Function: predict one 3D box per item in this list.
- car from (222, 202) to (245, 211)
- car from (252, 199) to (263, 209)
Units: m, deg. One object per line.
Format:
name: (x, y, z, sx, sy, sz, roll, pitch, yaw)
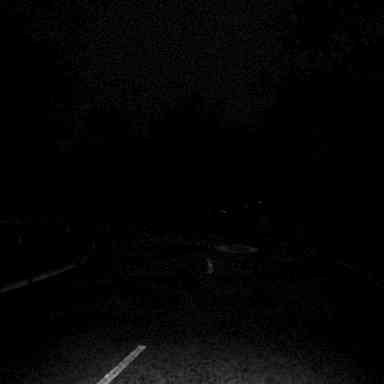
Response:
car: (5.971, 2.070, 49.315, 1.895, 1.301, 4.718, 0, -1, 38)
car: (11.913, 1.775, 57.353, 2.150, 2.045, 5.566, 2, 0, 1)
